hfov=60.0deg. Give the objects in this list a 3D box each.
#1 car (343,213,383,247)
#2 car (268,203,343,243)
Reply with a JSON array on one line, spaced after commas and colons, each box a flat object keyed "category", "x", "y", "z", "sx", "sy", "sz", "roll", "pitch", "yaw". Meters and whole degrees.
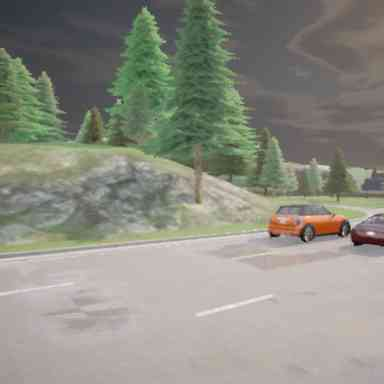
[{"category": "car", "x": 8.672, "y": 1.608, "z": 14.249, "sx": 4.181, "sy": 1.385, "sz": 1.994, "roll": 0, "pitch": 0, "yaw": -35}, {"category": "car", "x": 5.925, "y": 1.393, "z": 16.644, "sx": 4.553, "sy": 1.767, "sz": 2.097, "roll": 0, "pitch": 0, "yaw": -36}]
